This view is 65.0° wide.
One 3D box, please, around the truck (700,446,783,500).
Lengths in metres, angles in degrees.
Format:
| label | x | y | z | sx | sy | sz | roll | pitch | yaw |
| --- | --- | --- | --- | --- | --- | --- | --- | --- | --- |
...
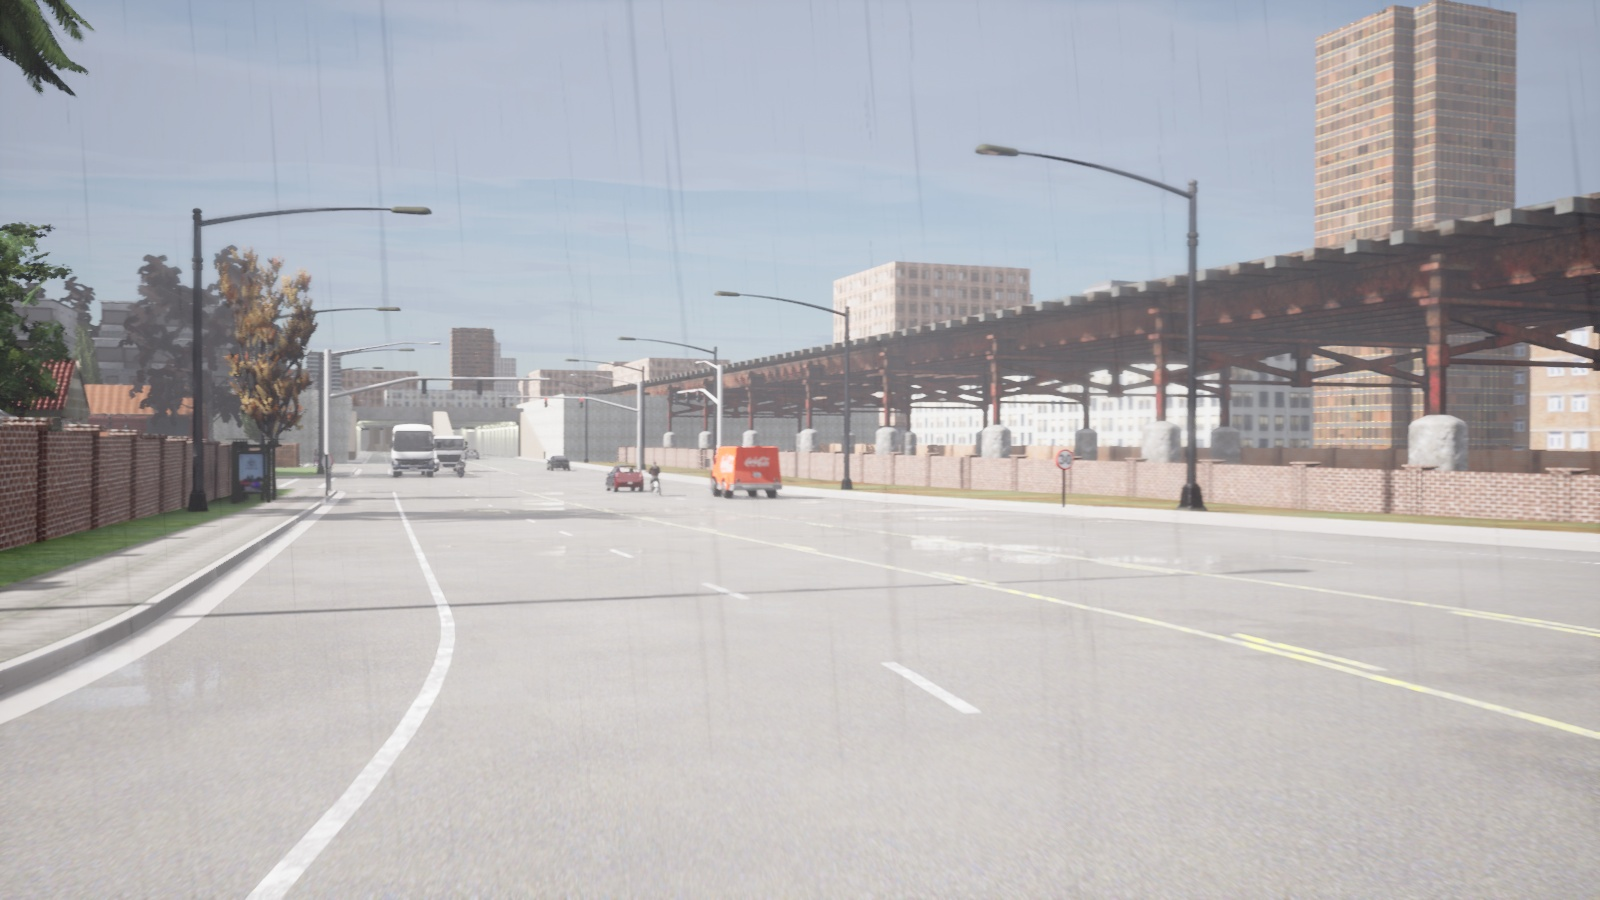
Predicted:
| label | x | y | z | sx | sy | sz | roll | pitch | yaw |
| --- | --- | --- | --- | --- | --- | --- | --- | --- | --- |
| truck | -2.877 | 1.075 | 60.316 | 2.627 | 2.467 | 5.204 | 0 | 0 | -19 |

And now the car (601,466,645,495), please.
| label | x | y | z | sx | sy | sz | roll | pitch | yaw |
| --- | --- | --- | --- | --- | --- | --- | --- | --- | --- |
| car | -9.951 | 1.678 | 70.372 | 1.845 | 1.501 | 3.633 | 0 | 0 | -18 |
